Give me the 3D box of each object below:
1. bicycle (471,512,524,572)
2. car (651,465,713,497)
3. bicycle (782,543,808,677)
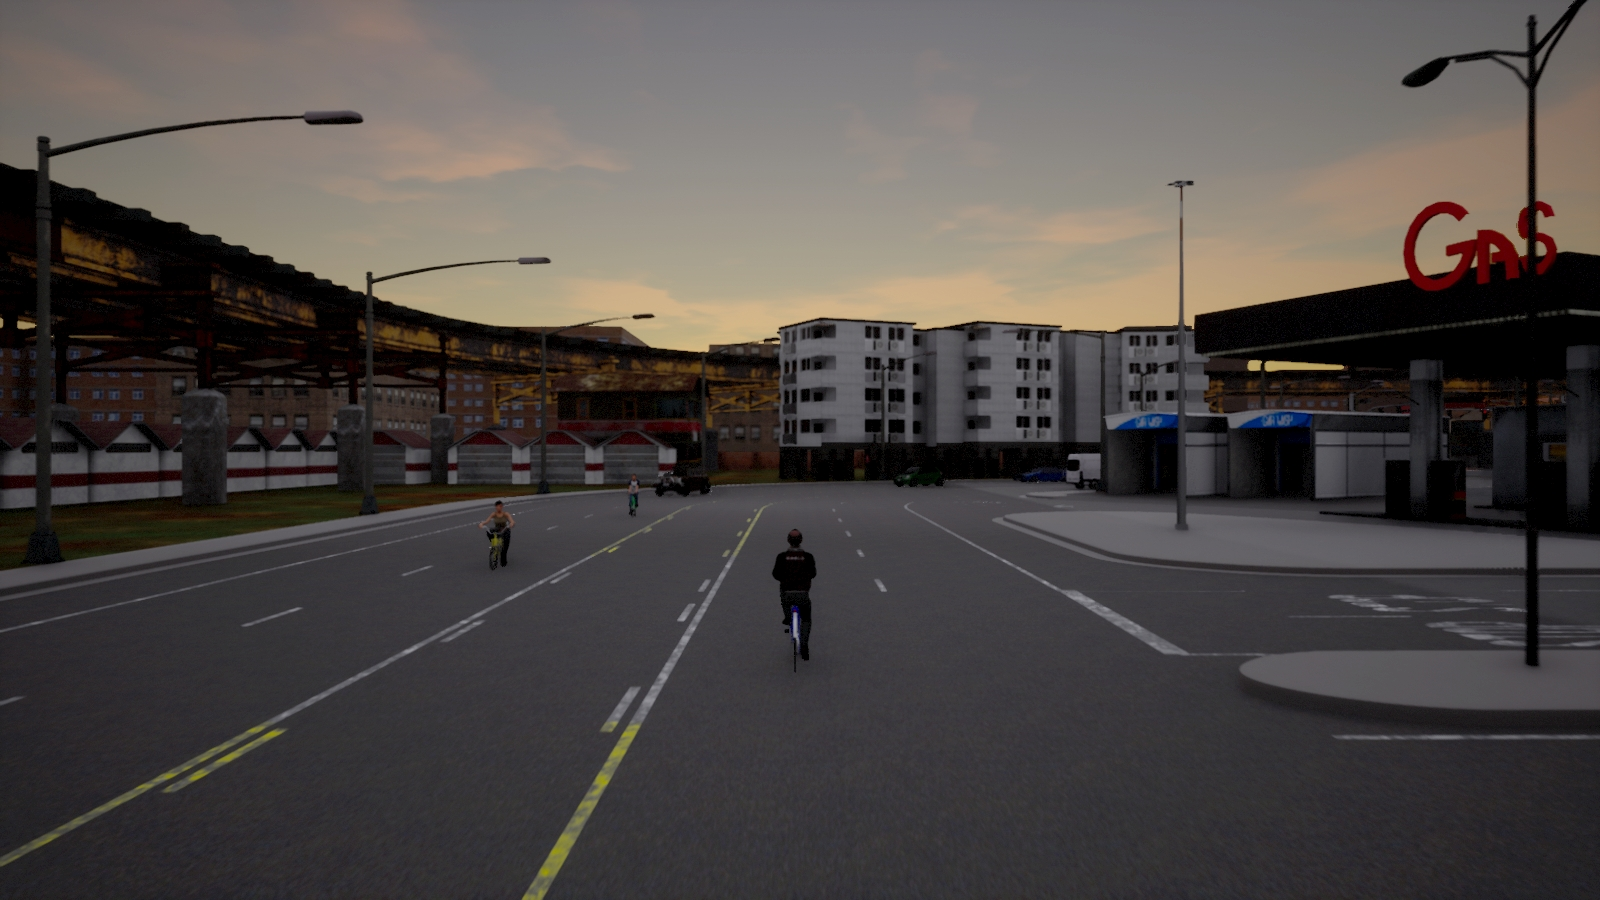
[{"bbox_3d":[-7.110,2.145,26.947,0.859,1.301,1.487,0,0,0],"label":"bicycle"},{"bbox_3d":[-7.158,1.865,69.716,1.932,1.855,4.605,-2,-1,19],"label":"car"},{"bbox_3d":[-0.069,2.048,15.029,0.329,1.496,1.835,0,0,0],"label":"bicycle"}]
